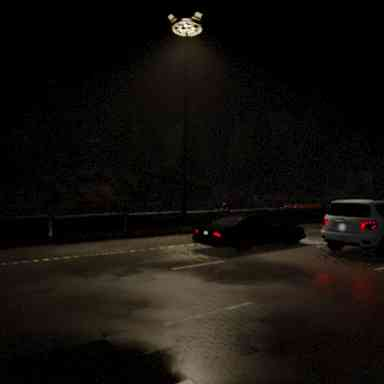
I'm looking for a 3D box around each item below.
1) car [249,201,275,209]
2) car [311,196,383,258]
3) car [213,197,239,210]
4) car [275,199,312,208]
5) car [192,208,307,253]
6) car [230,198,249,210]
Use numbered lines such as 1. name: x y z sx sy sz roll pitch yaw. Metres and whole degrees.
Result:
1. car: 8.807 1.661 36.069 4.674 1.442 1.812 0 0 -35
2. car: 7.545 1.324 13.432 5.566 2.045 2.150 0 0 -35
3. car: 4.837 1.487 41.833 4.553 1.767 2.097 0 0 -35
4. car: 10.919 1.488 33.276 4.553 1.767 2.097 0 0 -35
5. car: 2.570 1.629 14.186 5.357 1.411 2.033 0 0 -35
6. car: 7.121 1.736 39.166 4.718 1.301 1.895 0 0 -35
